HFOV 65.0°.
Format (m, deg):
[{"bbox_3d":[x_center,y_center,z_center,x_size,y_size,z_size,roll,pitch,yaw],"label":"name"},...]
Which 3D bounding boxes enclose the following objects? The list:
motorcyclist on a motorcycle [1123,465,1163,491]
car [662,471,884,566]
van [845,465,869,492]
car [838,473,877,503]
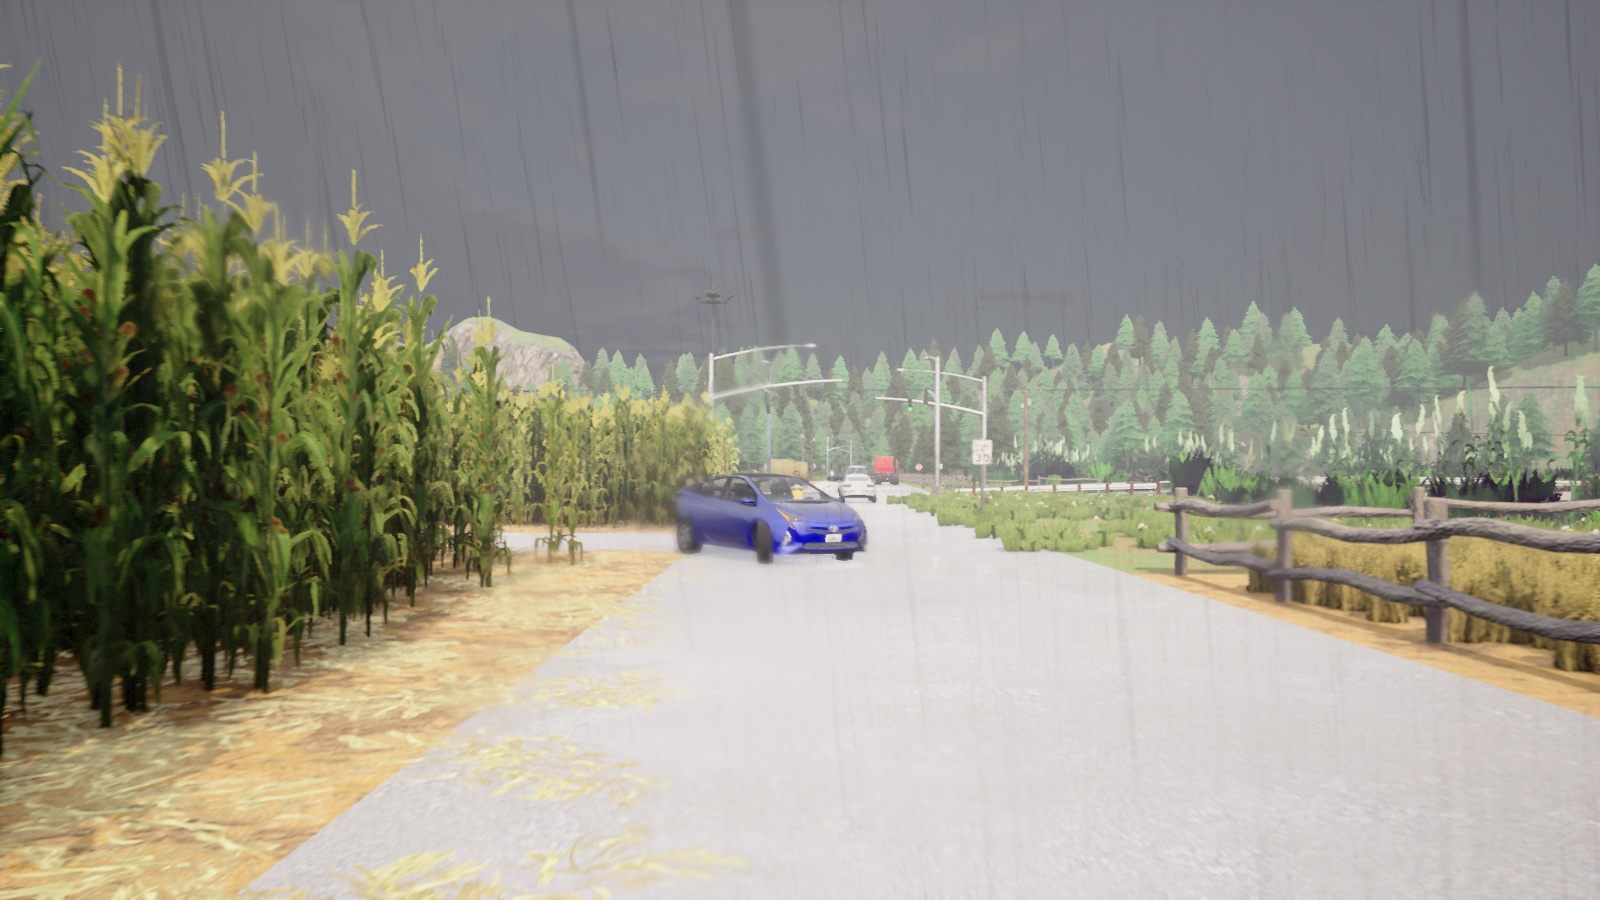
[{"bbox_3d":[21.330,1.729,78.164,2.191,1.530,0.866,-3,-1,5],"label":"motorcyclist on a motorcycle"},{"bbox_3d":[-0.610,1.152,22.706,2.007,1.525,4.514,1,-1,-32],"label":"car"},{"bbox_3d":[4.288,2.140,95.070,1.775,1.987,4.442,0,-1,3],"label":"van"},{"bbox_3d":[2.940,1.939,64.954,1.812,1.442,4.674,0,-1,0],"label":"car"}]
